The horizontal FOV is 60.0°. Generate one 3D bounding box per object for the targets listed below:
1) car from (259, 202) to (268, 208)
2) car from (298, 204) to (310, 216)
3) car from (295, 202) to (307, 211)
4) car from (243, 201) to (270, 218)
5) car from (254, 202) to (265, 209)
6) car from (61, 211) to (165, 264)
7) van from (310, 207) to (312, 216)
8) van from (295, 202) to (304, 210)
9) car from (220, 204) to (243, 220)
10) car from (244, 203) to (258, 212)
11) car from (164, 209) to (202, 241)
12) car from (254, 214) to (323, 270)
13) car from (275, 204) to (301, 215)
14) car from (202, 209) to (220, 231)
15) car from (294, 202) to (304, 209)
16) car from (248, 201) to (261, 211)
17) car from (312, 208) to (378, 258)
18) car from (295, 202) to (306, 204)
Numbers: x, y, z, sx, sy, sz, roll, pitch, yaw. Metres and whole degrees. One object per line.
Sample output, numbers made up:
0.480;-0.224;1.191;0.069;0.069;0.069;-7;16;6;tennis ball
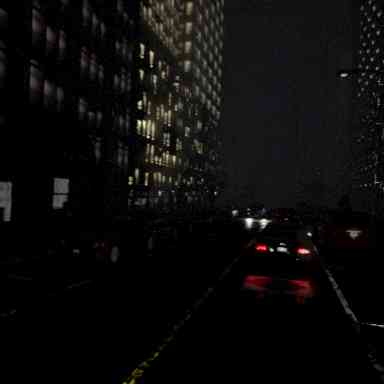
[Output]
17.830;3.137;82.856;1.947;1.339;4.313;2;-1;16;car
14.782;2.600;42.314;2.008;1.369;4.403;2;-1;16;car
22.711;2.970;69.604;2.192;1.841;5.009;2;-1;16;car
7.532;2.044;37.836;2.097;1.767;4.553;2;-1;17;car
14.616;2.851;71.779;1.752;1.417;4.829;2;-1;16;car
-2.764;1.542;11.914;1.887;1.381;4.507;2;-1;16;car
8.452;1.906;20.489;1.690;1.788;3.998;2;-1;16;van
24.294;3.116;75.060;1.690;1.788;3.998;2;-1;16;van
3.573;2.033;33.742;2.008;1.369;4.403;2;-1;16;car
9.908;2.549;55.569;1.802;1.307;4.206;2;-1;16;car
-1.180;1.669;17.371;2.008;1.369;4.403;2;-1;16;car
3.382;1.814;12.302;2.033;1.411;5.357;2;-1;16;car
8.376;2.126;29.493;1.882;1.535;5.008;2;-1;16;car
0.403;1.822;22.827;1.802;1.307;4.206;2;-1;16;car
25.875;3.336;80.516;1.967;1.590;4.097;2;-1;16;car
11.498;2.528;61.028;1.967;1.590;4.097;2;-1;16;car
6.868;1.758;15.032;2.192;1.841;5.009;2;-1;16;car
21.126;2.849;64.146;2.192;1.841;5.009;2;-1;16;car
